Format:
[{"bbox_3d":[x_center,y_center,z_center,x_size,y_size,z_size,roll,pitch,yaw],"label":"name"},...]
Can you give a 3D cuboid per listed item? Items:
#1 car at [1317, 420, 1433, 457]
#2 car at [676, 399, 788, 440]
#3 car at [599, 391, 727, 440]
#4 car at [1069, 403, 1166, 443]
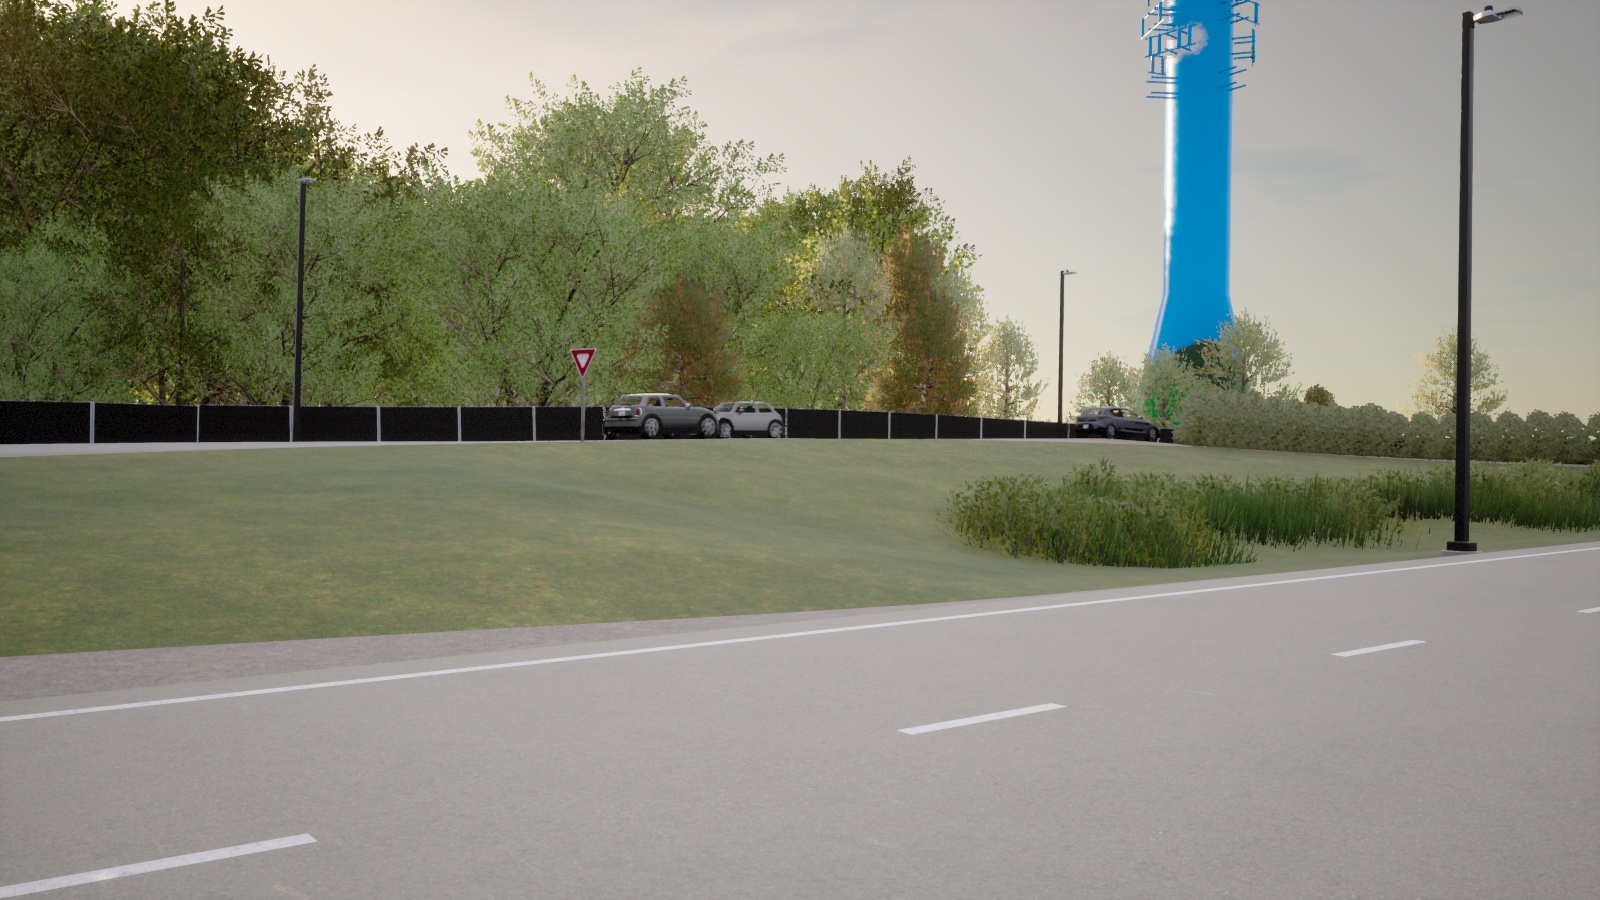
[{"bbox_3d":[28.368,-0.552,62.020,5.008,1.535,1.882,2,-1,-10],"label":"car"},{"bbox_3d":[-2.551,-1.132,47.577,3.806,1.475,1.970,-1,0,-41],"label":"car"},{"bbox_3d":[-4.406,-1.097,40.808,1.970,1.475,3.806,0,1,39],"label":"car"},{"bbox_3d":[14.023,-1.167,55.368,4.193,1.474,1.816,3,-2,-35],"label":"car"}]
